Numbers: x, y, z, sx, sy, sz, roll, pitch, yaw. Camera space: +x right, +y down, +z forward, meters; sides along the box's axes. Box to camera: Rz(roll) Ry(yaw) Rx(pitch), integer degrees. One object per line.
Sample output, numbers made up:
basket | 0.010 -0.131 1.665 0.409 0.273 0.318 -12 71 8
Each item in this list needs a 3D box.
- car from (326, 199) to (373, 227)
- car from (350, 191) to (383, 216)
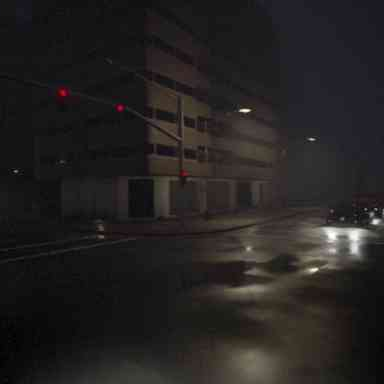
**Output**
car | 9.937 1.366 21.157 1.994 1.385 4.181 -1 0 35
car | 15.204 0.918 28.884 2.150 2.045 5.566 -1 0 34
